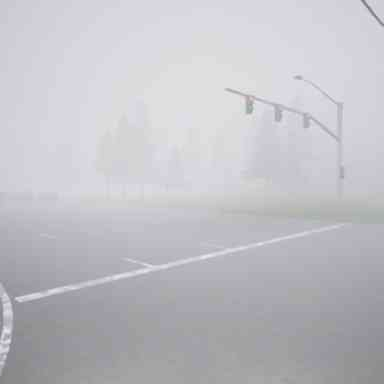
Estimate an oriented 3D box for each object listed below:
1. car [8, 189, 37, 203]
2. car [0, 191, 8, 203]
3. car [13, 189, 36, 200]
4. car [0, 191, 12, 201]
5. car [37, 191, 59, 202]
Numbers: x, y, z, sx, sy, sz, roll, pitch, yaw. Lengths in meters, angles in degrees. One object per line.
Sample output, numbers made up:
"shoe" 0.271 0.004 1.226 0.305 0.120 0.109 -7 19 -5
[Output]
"car" -23.563 0.655 45.760 1.882 1.535 5.008 -1 2 -43
"car" -26.107 0.707 43.356 1.882 1.535 5.008 -1 2 -43
"car" -27.989 0.352 55.546 2.097 1.767 4.553 -1 2 -43
"car" -30.555 0.557 53.169 1.837 1.490 4.892 -1 2 -43
"car" -20.961 0.617 48.101 2.128 1.511 4.902 -1 2 -43
